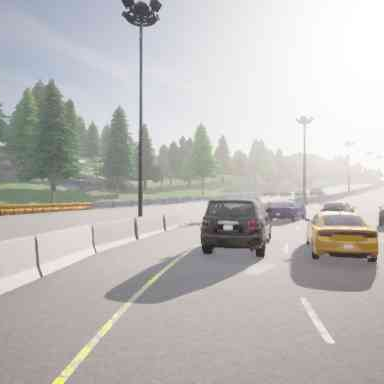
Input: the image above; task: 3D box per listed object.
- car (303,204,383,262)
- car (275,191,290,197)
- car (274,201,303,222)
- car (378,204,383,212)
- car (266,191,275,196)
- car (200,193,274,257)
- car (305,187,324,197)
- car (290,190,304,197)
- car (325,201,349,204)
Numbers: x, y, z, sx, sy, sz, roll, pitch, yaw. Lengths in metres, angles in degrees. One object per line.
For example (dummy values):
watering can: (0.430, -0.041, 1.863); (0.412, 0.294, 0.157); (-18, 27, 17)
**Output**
car: (5.232, 1.426, 12.056); (1.882, 1.535, 5.008); (0, 0, 16)
car: (21.629, 0.396, 77.144); (1.994, 1.385, 4.181); (0, 2, 35)
car: (7.328, 1.388, 25.359); (1.882, 1.535, 5.008); (0, 0, 32)
car: (13.276, 1.386, 21.669); (2.128, 1.511, 4.902); (0, 0, 32)
car: (18.745, 0.389, 79.127); (2.033, 1.411, 5.357); (0, 2, 35)
car: (1.874, 1.198, 13.045); (2.150, 2.045, 5.566); (0, 0, 16)
car: (27.374, 0.059, 73.145); (2.150, 2.045, 5.566); (0, 2, 35)
car: (24.512, 0.316, 75.159); (1.882, 1.535, 5.008); (0, 2, 35)
car: (10.302, 1.412, 23.514); (1.837, 1.490, 4.892); (0, 0, 32)
